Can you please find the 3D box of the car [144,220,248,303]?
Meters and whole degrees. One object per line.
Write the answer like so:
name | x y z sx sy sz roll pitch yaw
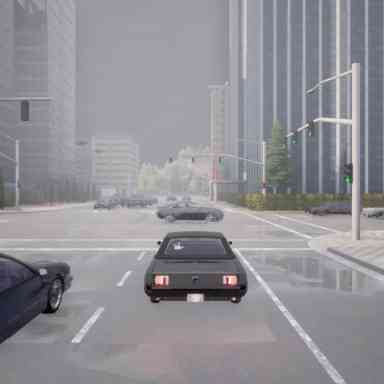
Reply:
car | 0.069 1.601 8.153 1.895 1.301 4.718 0 0 0

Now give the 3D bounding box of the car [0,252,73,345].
car | -3.435 1.547 4.558 2.033 1.411 5.357 0 0 0

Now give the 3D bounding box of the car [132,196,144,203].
car | -11.682 1.546 72.583 1.994 1.385 4.181 0 0 -1

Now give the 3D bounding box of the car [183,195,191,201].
car | -1.367 1.540 84.774 2.033 1.411 5.357 0 0 -1

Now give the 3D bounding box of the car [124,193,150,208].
car | -7.911 1.221 48.169 2.150 2.045 5.566 0 0 -1

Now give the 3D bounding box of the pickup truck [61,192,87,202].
pickup truck | -24.753 1.059 69.215 2.390 2.098 6.274 0 0 30

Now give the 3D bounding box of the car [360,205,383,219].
car | 16.945 1.601 28.051 4.718 1.301 1.895 0 0 0

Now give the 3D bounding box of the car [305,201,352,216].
car | 13.590 1.547 31.559 5.357 1.411 2.033 0 0 -3

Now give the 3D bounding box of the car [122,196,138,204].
car | -11.585 1.491 62.603 2.128 1.511 4.902 0 0 -1

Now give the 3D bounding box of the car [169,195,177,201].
car | -4.867 1.524 84.706 1.812 1.442 4.674 0 0 -1

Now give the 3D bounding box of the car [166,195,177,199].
car | -4.702 1.500 74.538 1.837 1.490 4.892 0 0 -1

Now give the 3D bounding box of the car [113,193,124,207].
car | -11.467 1.221 52.655 2.150 2.045 5.566 0 0 -1

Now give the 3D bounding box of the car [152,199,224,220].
car | -0.168 1.491 24.201 4.902 1.511 2.128 0 0 -1

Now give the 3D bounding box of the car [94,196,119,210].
car | -11.332 1.564 43.322 1.994 1.385 4.181 0 0 -1

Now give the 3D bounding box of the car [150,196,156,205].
car | -8.039 1.352 57.918 2.097 1.767 4.553 0 0 -1

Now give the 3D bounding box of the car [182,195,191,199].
car | -1.212 1.553 74.999 1.994 1.385 4.181 0 0 -1
